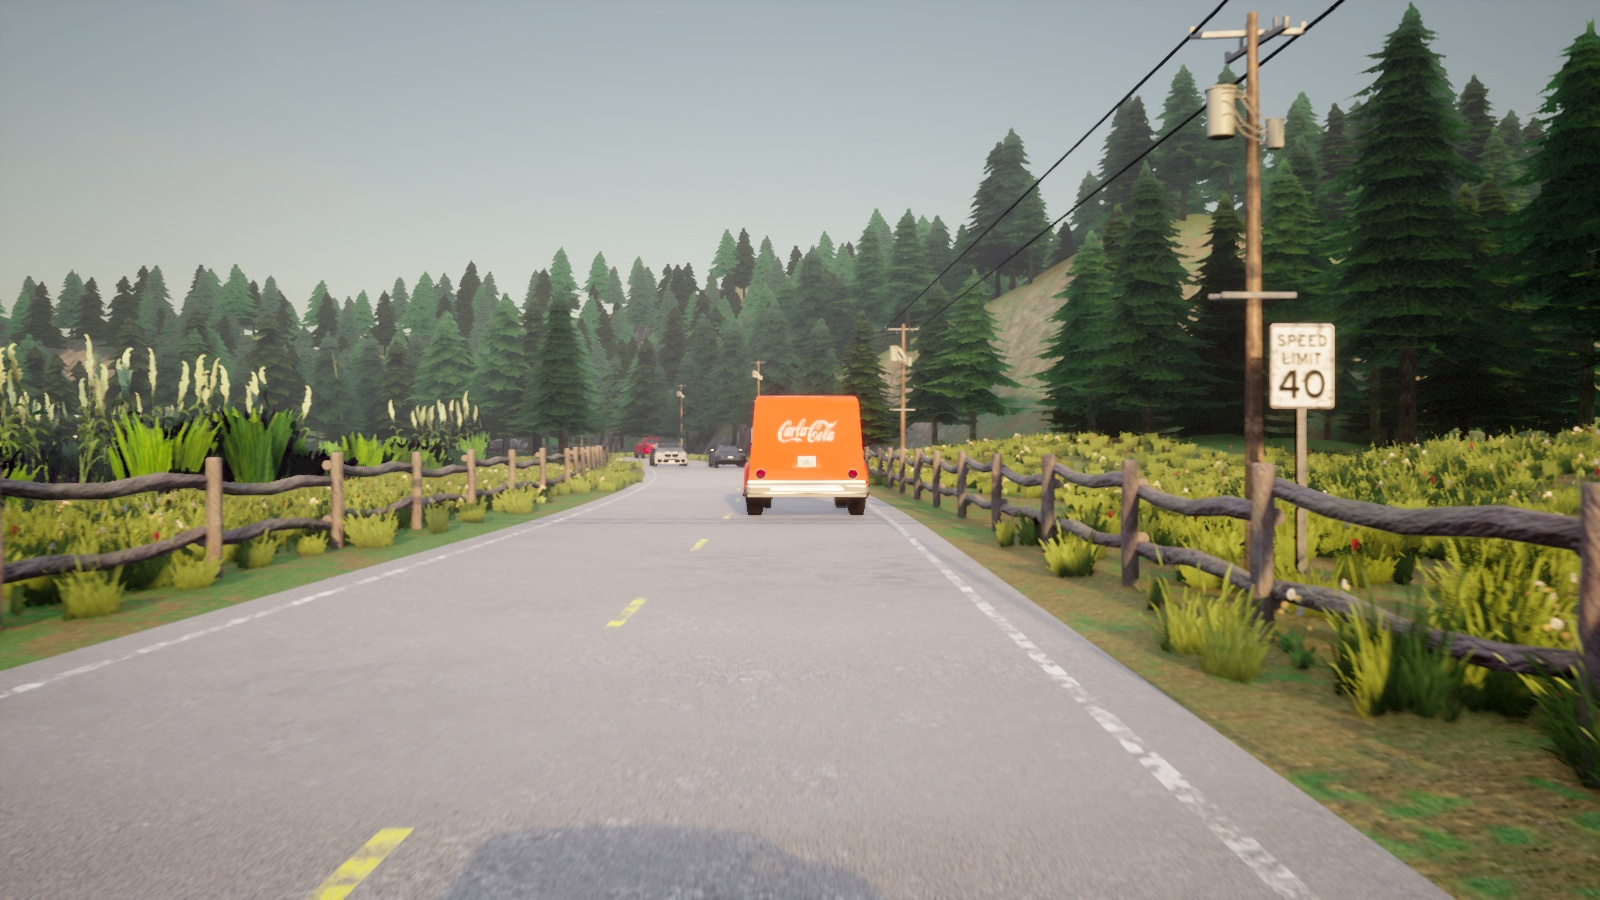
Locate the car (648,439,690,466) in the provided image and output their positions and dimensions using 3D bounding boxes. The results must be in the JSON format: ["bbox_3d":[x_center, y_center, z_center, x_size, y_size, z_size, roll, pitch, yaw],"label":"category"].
[{"bbox_3d":[-8.376,0.137,80.041,2.242,1.667,4.611,0,0,-11],"label":"car"}]

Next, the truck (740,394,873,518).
[{"bbox_3d":[0.093,0.106,27.460,2.627,2.467,5.204,0,0,-1],"label":"truck"}]

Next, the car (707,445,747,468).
[{"bbox_3d":[-4.458,0.381,76.295,1.994,1.385,4.181,0,0,-10],"label":"car"}]
